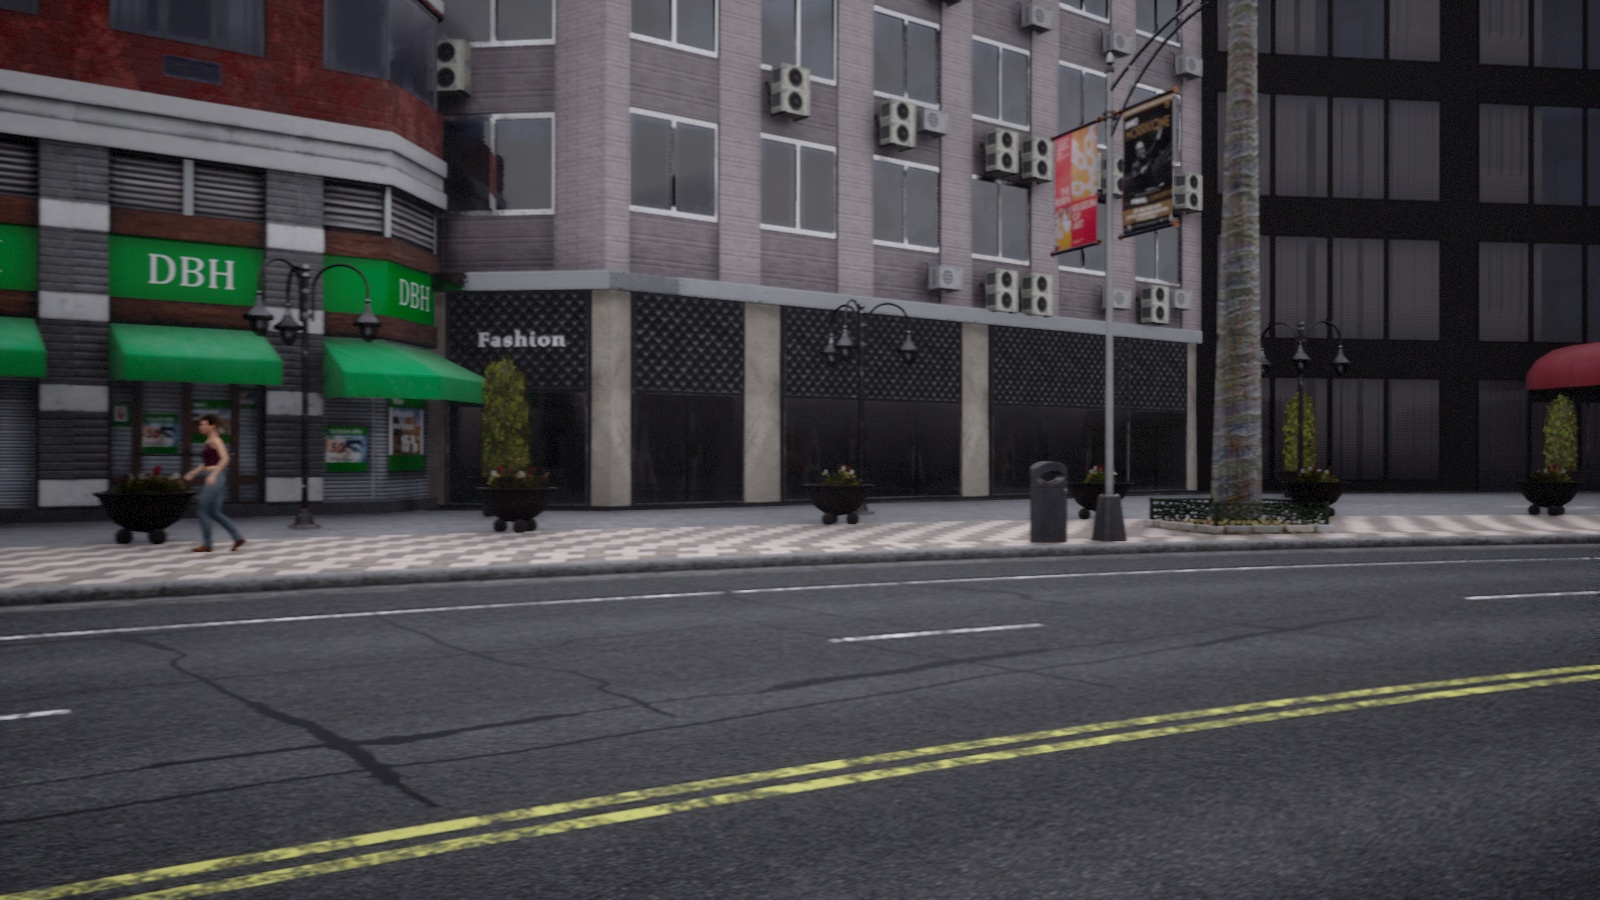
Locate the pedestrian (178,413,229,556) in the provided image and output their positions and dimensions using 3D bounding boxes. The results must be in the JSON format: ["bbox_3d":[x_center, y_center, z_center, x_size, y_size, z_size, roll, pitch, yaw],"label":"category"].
[{"bbox_3d":[-7.815,0.448,16.445,0.594,1.836,0.345,0,0,-27],"label":"pedestrian"}]
